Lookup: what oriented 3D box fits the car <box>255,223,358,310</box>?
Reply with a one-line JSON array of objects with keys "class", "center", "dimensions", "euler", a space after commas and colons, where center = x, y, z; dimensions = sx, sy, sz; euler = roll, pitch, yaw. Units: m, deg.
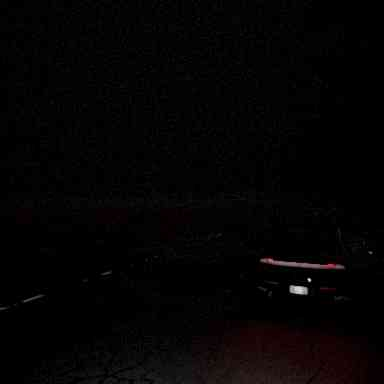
[{"class": "car", "center": [2.844, 1.508, 8.018], "dimensions": [2.128, 1.511, 4.902], "euler": [0, 0, 24]}]

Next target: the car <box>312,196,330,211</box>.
[{"class": "car", "center": [18.725, 1.640, 48.152], "dimensions": [2.150, 2.045, 5.566], "euler": [0, -1, 19]}]
